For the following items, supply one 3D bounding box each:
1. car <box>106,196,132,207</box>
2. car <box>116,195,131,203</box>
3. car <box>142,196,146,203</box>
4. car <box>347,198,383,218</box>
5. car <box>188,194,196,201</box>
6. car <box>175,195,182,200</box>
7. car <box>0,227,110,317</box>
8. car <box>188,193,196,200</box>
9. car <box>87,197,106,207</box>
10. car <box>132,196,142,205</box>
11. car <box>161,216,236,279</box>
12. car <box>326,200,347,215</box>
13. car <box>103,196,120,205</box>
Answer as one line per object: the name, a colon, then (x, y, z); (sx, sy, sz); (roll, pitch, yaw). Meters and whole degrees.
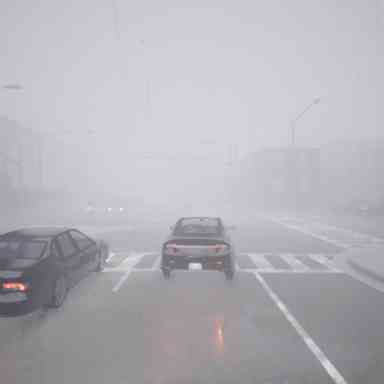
car: (-10.600, 1.413, 48.648); (1.882, 1.535, 5.008); (0, 0, 0)
car: (-13.998, 1.450, 68.594); (2.033, 1.411, 5.357); (0, 0, 0)
car: (-10.498, 1.473, 67.930); (1.994, 1.385, 4.181); (0, 0, 0)
car: (16.542, 1.337, 28.975); (4.553, 1.767, 2.097); (0, 0, 0)
car: (0.002, 1.415, 76.916); (1.837, 1.490, 4.892); (0, 0, 0)
car: (-3.497, 1.424, 87.174); (1.812, 1.442, 4.674); (0, 0, 0)
car: (-3.411, 1.536, 7.722); (2.033, 1.411, 5.357); (0, 0, 0)
car: (0.003, 1.259, 87.159); (2.097, 1.767, 4.553); (0, 0, 0)
car: (-14.084, 1.495, 49.359); (1.994, 1.385, 4.181); (0, 0, 0)
car: (-10.537, 1.402, 58.223); (1.882, 1.535, 5.008); (0, 0, 1)
car: (0.294, 1.481, 10.035); (2.128, 1.511, 4.902); (0, 0, 5)
car: (15.713, 1.472, 32.475); (4.902, 1.511, 2.128); (0, 0, 0)
car: (-14.033, 1.447, 58.057); (1.812, 1.442, 4.674); (0, 0, 1)
